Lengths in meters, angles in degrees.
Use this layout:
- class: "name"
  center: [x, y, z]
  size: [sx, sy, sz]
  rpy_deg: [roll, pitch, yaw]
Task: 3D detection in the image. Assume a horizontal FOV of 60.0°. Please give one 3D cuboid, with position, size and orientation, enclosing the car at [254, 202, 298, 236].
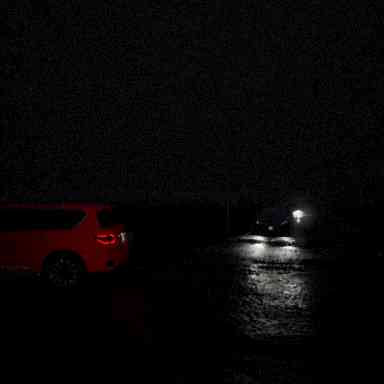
- class: "car"
  center: [4.797, 1.533, 18.949]
  size: [1.812, 1.442, 4.674]
  rpy_deg: [0, 0, 21]

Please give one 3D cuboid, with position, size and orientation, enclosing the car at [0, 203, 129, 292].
- class: "car"
  center: [-4.486, 1.315, 8.726]
  size: [5.566, 2.045, 2.150]
  rpy_deg: [0, -1, 0]

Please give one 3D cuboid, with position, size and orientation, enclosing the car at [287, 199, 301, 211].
- class: "car"
  center: [12.777, 1.612, 42.129]
  size: [1.895, 1.301, 4.718]
  rpy_deg: [0, 0, 19]
